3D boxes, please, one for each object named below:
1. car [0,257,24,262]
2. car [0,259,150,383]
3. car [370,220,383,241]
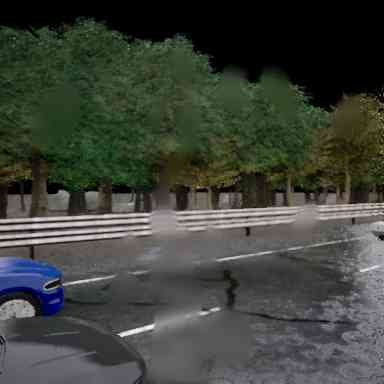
[{"bbox_3d":[-4.517,1.478,4.825,5.008,1.535,1.882,0,0,-35],"label":"car"},{"bbox_3d":[-2.566,1.505,1.916,4.892,1.490,1.837,0,0,-35],"label":"car"},{"bbox_3d":[10.338,1.584,15.409,4.718,1.301,1.895,0,0,-35],"label":"car"}]
